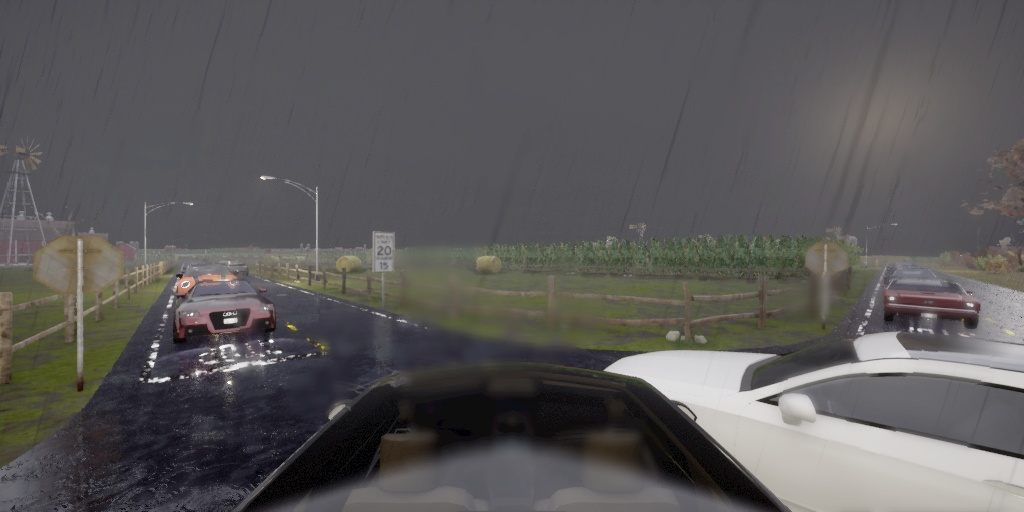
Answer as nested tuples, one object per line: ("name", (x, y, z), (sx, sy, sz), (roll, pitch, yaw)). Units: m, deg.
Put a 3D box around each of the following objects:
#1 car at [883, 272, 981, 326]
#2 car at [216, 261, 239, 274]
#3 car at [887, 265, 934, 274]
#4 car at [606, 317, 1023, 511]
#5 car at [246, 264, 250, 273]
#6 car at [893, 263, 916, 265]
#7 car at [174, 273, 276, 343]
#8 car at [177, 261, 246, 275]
("car", (13.412, 1.398, 11.651), (4.718, 1.301, 1.895), (0, 1, -44))
("car", (-34.107, 1.325, 42.897), (1.837, 1.490, 4.892), (0, 0, -42))
("car", (20.427, 1.364, 18.282), (5.357, 1.411, 2.033), (0, 1, -43))
("car", (2.819, 1.293, 2.489), (1.812, 1.442, 4.674), (0, 1, -44))
("car", (-27.316, 1.300, 35.504), (2.128, 1.511, 4.902), (0, 0, -42))
("car", (27.122, 1.402, 24.600), (4.181, 1.385, 1.994), (0, 1, -43))
("car", (-8.031, 1.359, 9.973), (1.994, 1.385, 4.181), (0, 0, -43))
("car", (-13.869, 1.148, 16.401), (2.097, 1.767, 4.553), (0, 0, -42))
